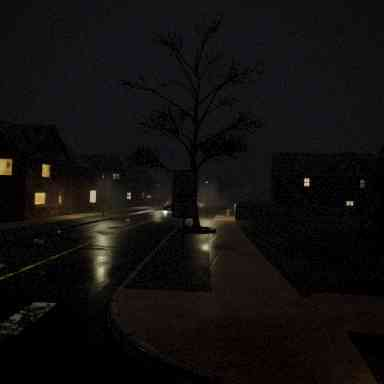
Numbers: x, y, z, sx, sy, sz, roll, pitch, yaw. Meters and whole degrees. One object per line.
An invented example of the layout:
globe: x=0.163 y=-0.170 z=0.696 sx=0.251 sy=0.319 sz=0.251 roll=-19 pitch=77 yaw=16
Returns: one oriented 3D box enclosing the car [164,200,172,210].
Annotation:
car: x=-2.677 y=1.920 z=47.832 sx=2.033 sy=1.411 sz=5.357 roll=2 pitch=0 yaw=8
